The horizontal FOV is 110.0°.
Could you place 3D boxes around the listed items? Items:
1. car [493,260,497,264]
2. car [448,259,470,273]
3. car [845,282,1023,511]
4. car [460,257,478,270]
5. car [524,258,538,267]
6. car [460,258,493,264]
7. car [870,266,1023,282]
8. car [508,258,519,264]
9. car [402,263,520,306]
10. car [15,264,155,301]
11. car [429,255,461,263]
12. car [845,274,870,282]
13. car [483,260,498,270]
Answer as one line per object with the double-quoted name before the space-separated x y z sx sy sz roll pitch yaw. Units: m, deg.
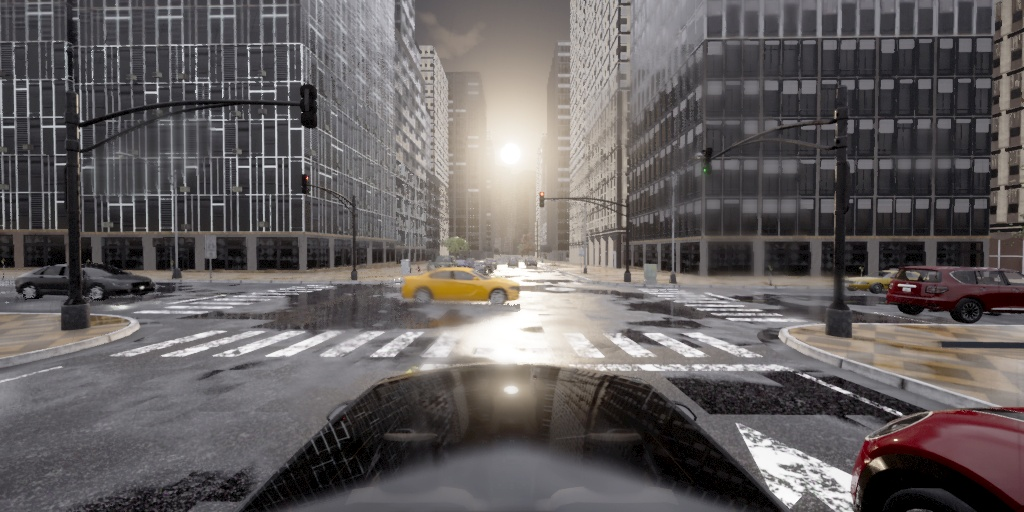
"car" -3.211 1.327 43.238 1.895 1.301 4.718 0 0 0
"car" -6.457 1.203 44.164 1.882 1.535 5.008 0 0 0
"car" 3.253 1.102 0.425 2.097 1.767 4.553 0 0 0
"car" -6.415 1.068 53.833 2.097 1.767 4.553 0 0 0
"car" 3.459 1.306 63.395 1.895 1.301 4.718 0 0 0
"car" -3.240 1.225 33.957 2.128 1.511 4.902 0 0 1
"car" 16.226 1.282 12.538 5.009 1.841 2.192 0 0 1
"car" 0.209 1.269 63.377 1.994 1.385 4.181 0 0 0
"car" -2.149 1.241 15.466 5.008 1.535 1.882 0 1 1
"car" -18.689 1.119 15.813 4.892 1.490 1.837 1 1 1
"car" -6.482 0.955 34.199 2.150 2.045 5.566 0 0 0
"car" 21.865 1.410 20.803 4.829 1.417 1.751 0 0 1
"car" -3.168 1.263 53.941 2.033 1.411 5.357 0 0 0
